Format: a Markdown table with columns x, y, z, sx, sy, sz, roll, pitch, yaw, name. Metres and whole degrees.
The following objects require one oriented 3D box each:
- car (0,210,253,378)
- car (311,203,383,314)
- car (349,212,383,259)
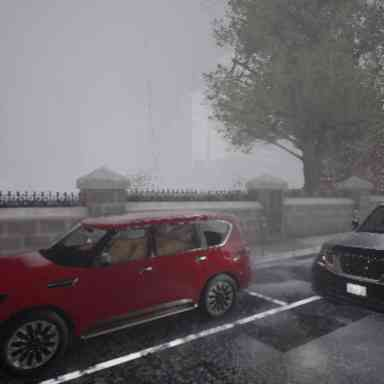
| x | y | z | sx | sy | sz | roll | pitch | yaw | name |
| --- | --- | --- | --- | --- | --- | --- | --- | --- | --- |
| -1.149 | 1.301 | 5.715 | 5.009 | 1.841 | 2.192 | 0 | 1 | -35 | car |
| 4.841 | 1.174 | 6.809 | 5.566 | 2.045 | 2.150 | 0 | 0 | -35 | car |
| 7.846 | 1.481 | 12.131 | 4.313 | 1.339 | 1.947 | 0 | 1 | -35 | car |
